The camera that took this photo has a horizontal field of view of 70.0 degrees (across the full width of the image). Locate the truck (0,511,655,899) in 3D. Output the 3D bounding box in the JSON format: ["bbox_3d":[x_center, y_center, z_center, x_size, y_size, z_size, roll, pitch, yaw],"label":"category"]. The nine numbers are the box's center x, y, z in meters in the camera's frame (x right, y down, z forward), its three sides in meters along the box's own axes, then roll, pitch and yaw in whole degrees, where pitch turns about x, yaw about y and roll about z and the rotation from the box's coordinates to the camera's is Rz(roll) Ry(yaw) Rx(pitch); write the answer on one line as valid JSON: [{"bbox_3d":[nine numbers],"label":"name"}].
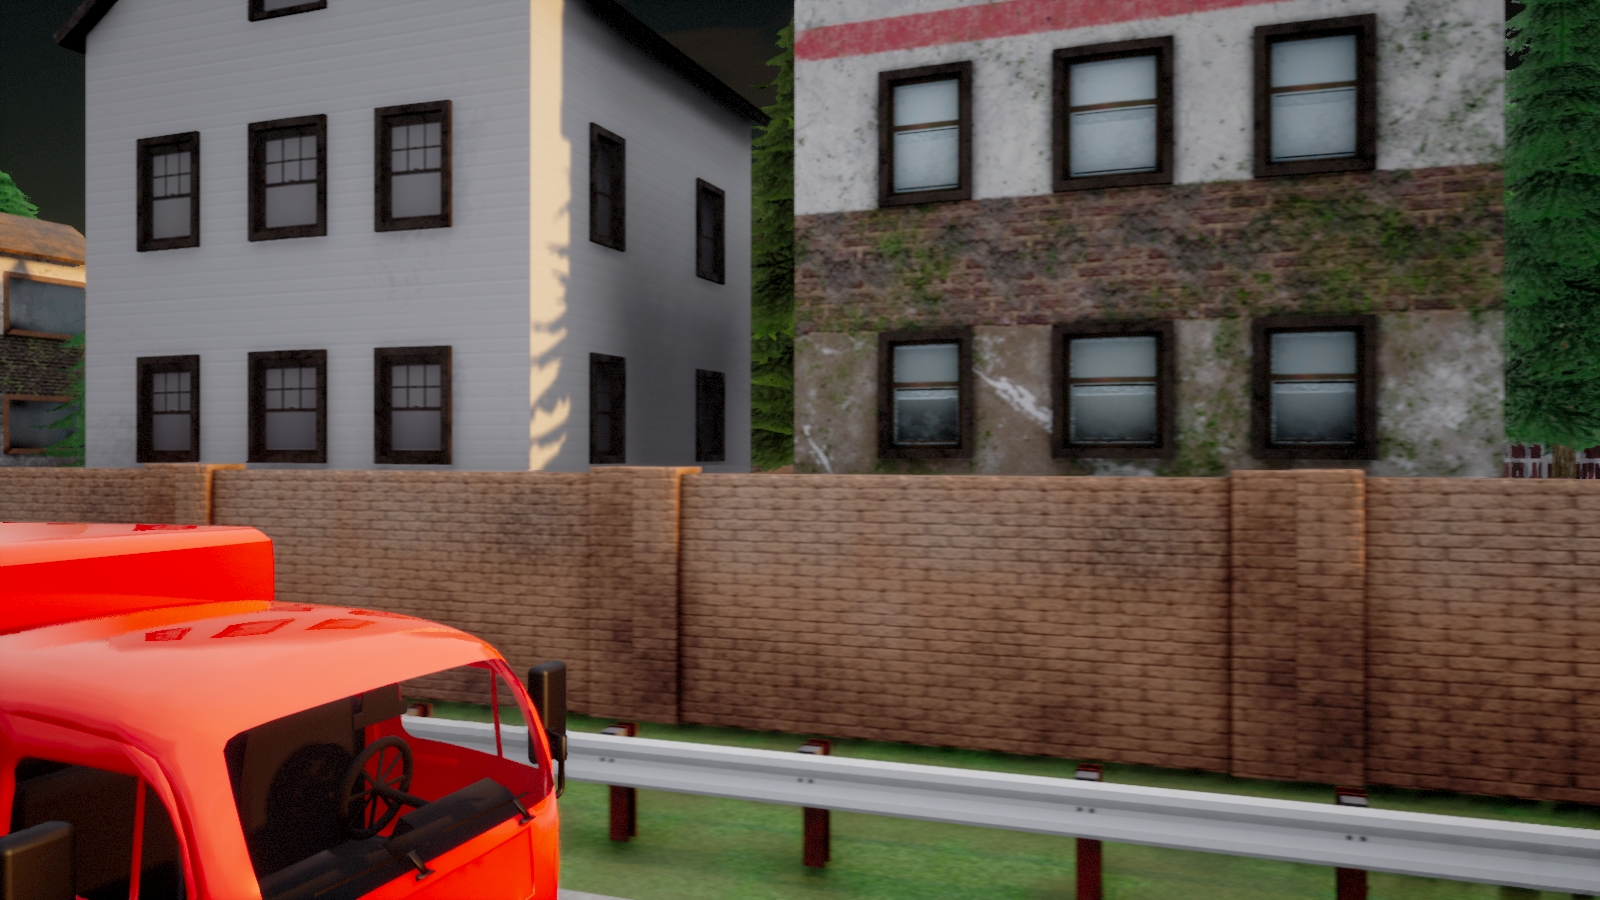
[{"bbox_3d":[-3.520,1.567,4.575,5.204,2.467,2.627,0,0,20],"label":"truck"}]
